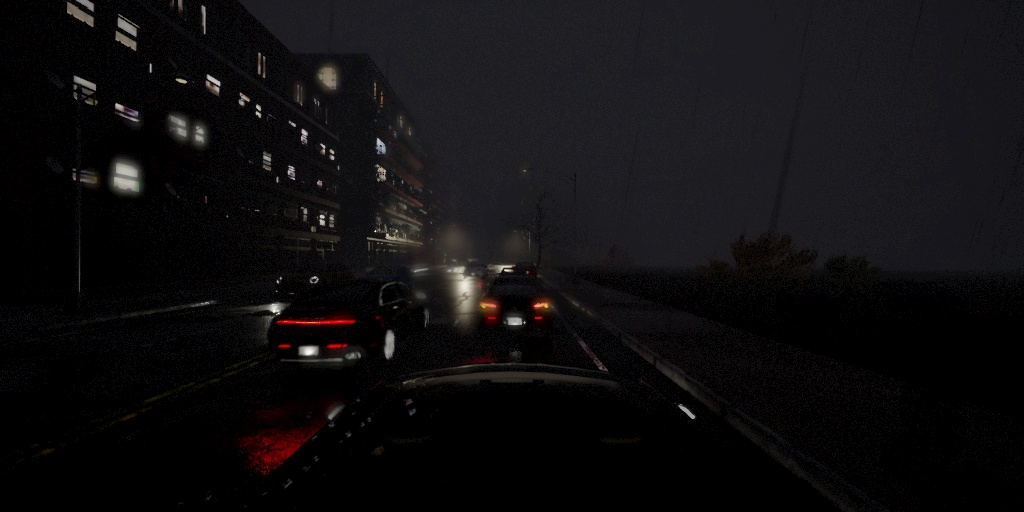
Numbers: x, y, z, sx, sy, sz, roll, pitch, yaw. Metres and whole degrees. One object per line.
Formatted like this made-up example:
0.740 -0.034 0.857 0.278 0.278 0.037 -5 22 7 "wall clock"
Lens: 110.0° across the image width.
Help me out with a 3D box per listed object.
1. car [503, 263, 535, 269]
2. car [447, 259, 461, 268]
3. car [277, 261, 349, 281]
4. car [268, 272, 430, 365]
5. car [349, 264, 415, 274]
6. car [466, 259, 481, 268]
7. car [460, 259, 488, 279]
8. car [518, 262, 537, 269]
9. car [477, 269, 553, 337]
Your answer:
0.050 1.317 20.370 1.994 1.385 4.181 0 0 0 "car"
-9.983 1.245 61.811 2.128 1.511 4.902 0 0 0 "car"
-9.896 1.105 18.368 2.097 1.767 4.553 0 0 0 "car"
-3.168 1.253 7.994 1.837 1.490 4.892 0 -1 0 "car"
-6.649 1.230 19.425 1.882 1.535 5.008 0 0 0 "car"
-6.731 1.244 62.952 2.128 1.511 4.902 0 0 0 "car"
-3.233 1.279 32.298 1.812 1.442 4.674 0 0 0 "car"
1.061 1.232 29.899 1.882 1.535 5.008 0 0 0 "car"
0.069 1.277 10.203 1.812 1.442 4.674 0 0 0 "car"
